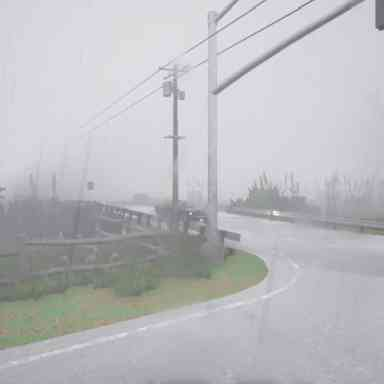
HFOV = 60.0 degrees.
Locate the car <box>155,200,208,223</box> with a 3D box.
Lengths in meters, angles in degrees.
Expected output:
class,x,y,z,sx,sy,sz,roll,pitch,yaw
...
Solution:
class,x,y,z,sx,sy,sz,roll,pitch,yaw
car,-0.591,1.245,21.571,1.895,1.301,4.718,0,3,-32
